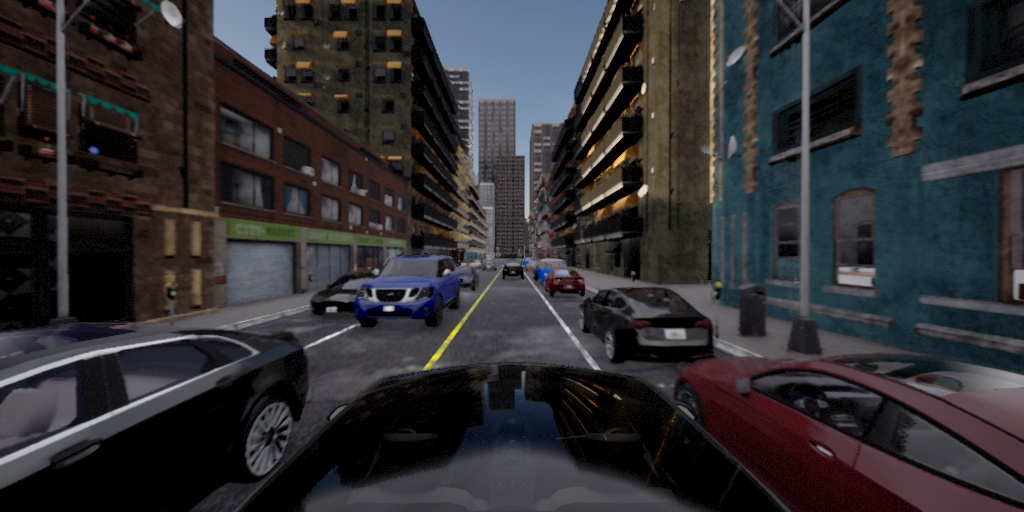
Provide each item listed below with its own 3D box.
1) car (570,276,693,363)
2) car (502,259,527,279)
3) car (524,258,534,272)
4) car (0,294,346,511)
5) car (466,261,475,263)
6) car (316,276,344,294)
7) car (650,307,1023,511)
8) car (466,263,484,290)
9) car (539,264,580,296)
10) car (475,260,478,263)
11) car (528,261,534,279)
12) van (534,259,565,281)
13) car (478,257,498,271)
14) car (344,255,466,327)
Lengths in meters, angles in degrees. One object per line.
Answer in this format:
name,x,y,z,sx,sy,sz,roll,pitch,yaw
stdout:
car,2.687,1.316,7.968,1.948,1.339,4.313,0,0,0
car,0.091,1.235,32.987,1.882,1.535,5.008,0,0,0
car,2.676,1.290,46.801,1.751,1.417,4.829,0,0,0
car,-3.092,1.242,1.869,2.128,1.511,4.902,0,0,0
car,-5.703,1.344,41.118,1.802,1.307,4.207,0,0,0
car,-5.696,1.318,13.501,1.948,1.339,4.313,0,0,0
car,2.688,1.332,2.444,1.802,1.307,4.207,0,0,0
car,-3.089,1.318,22.129,1.994,1.385,4.181,0,0,0
car,2.684,1.298,19.014,1.888,1.381,4.507,0,0,0
car,-5.708,1.297,57.519,1.751,1.417,4.829,0,0,0
car,2.681,1.323,30.062,1.948,1.339,4.313,0,0,0
van,2.682,1.096,24.538,1.690,1.789,3.998,0,0,0
car,-3.013,1.281,48.872,2.128,1.511,4.902,0,0,0
car,-3.085,0.972,11.864,2.150,2.045,5.566,0,0,1
